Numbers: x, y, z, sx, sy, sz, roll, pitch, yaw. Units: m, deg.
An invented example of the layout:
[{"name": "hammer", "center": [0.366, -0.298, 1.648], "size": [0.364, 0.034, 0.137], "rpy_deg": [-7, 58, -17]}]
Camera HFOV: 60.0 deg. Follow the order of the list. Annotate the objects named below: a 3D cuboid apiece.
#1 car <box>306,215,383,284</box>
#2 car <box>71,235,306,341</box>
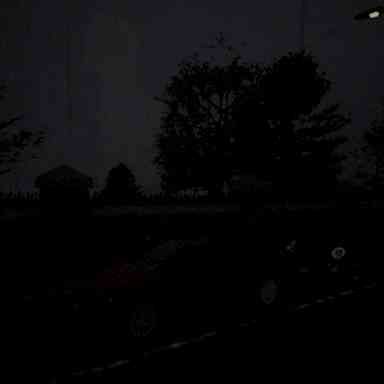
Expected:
[{"name": "car", "center": [4.576, 1.536, 9.817], "size": [4.097, 1.590, 1.967], "rpy_deg": [1, 0, -35]}, {"name": "car", "center": [-0.008, 1.581, 6.551], "size": [4.507, 1.381, 1.887], "rpy_deg": [1, 0, -35]}]
